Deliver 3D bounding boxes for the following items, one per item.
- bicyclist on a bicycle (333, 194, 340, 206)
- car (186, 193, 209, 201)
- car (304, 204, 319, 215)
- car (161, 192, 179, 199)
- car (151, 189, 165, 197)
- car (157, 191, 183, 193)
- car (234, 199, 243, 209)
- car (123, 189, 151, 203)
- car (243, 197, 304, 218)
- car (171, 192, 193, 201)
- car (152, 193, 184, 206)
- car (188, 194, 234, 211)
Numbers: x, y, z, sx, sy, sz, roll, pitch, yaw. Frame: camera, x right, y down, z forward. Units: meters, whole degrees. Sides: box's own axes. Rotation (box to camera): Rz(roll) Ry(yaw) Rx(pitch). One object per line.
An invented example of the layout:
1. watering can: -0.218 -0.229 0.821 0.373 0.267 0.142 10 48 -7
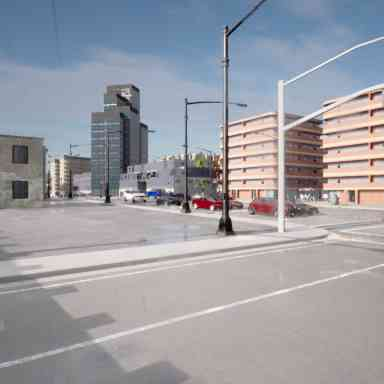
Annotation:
1. bicyclist on a bicycle: 19.976 1.094 45.979 1.656 1.620 0.582 0 1 -34
2. car: 0.964 0.959 63.321 1.895 1.301 4.718 0 1 -34
3. car: 9.492 1.413 32.096 2.033 1.411 5.357 0 1 -35
4. car: -4.676 0.661 71.557 1.994 1.385 4.181 0 1 -34
5. car: -7.580 0.334 69.602 2.150 2.045 5.566 0 1 -34
6. car: -3.119 1.029 50.549 1.812 1.442 4.674 0 1 -34
7. car: 4.142 1.256 39.914 1.812 1.442 4.674 0 1 -34
8. car: -9.130 0.627 53.178 2.150 2.045 5.566 0 1 -33
9. car: 7.111 1.231 29.387 2.097 1.767 4.553 0 1 -34
10. car: -1.919 0.862 61.434 1.837 1.490 4.892 0 1 -34
11. car: -3.163 1.157 44.402 1.994 1.385 4.181 0 1 -34
12. car: 1.962 1.229 36.894 1.882 1.535 5.008 0 1 -34
